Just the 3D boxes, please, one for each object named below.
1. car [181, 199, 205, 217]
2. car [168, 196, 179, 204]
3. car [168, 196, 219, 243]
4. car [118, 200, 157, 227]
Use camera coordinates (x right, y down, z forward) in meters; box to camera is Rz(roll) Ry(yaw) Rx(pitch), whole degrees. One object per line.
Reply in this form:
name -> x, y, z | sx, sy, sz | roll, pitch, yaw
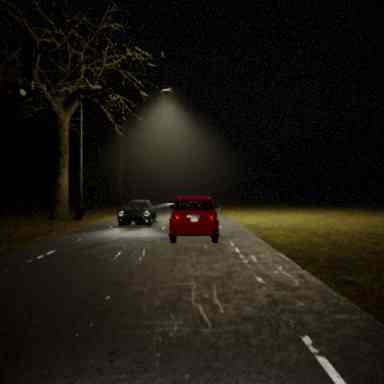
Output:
car -> 0.089, 1.469, 32.688 | 2.128, 1.511, 4.902 | 0, 0, 0
car -> -3.533, 1.539, 64.462 | 1.895, 1.301, 4.718 | 0, 0, 0
car -> 0.094, 1.217, 16.223 | 2.150, 2.045, 5.566 | 0, 0, 0
car -> -3.607, 1.340, 22.632 | 2.097, 1.767, 4.553 | 0, 0, 0
